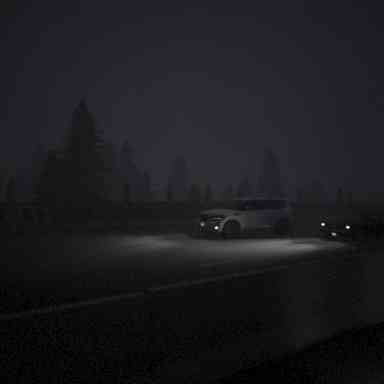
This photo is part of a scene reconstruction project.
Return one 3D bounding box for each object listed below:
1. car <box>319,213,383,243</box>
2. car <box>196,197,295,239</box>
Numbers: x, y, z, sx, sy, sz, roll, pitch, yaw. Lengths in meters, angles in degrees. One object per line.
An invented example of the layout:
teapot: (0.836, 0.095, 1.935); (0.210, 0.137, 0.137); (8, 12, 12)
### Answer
car: (8.772, 1.719, 16.832); (4.718, 1.301, 1.895); (1, 0, -26)
car: (2.960, 1.286, 17.797); (5.566, 2.045, 2.150); (1, 0, -28)
